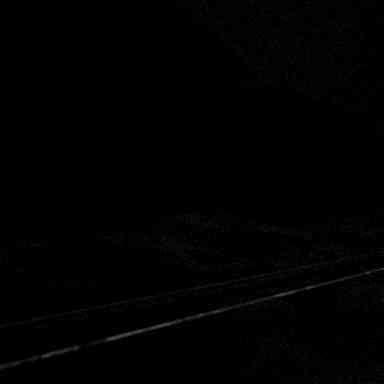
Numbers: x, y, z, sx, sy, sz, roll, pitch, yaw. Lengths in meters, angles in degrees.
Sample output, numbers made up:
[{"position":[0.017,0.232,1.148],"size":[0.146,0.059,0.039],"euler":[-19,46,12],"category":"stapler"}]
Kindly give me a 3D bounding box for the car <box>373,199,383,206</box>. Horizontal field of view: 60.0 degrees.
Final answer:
[{"position":[32.390,1.901,57.509],"size":[1.994,1.385,4.181],"euler":[2,0,-11],"category":"car"}]
